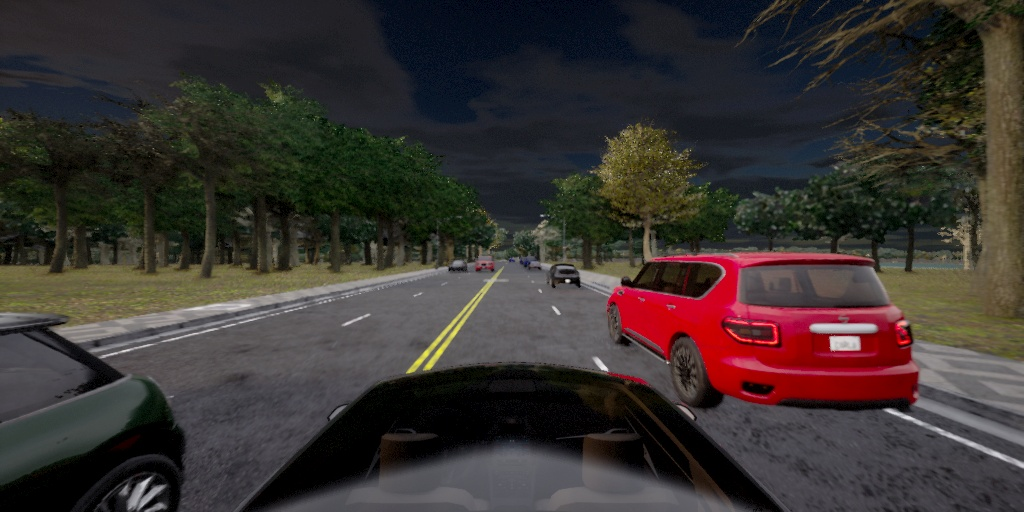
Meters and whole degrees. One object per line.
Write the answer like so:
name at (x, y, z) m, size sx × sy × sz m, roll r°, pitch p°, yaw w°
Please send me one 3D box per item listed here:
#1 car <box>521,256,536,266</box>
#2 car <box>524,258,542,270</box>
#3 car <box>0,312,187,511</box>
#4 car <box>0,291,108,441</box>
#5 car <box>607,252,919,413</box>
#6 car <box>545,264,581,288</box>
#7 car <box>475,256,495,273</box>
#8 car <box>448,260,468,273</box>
car at (3.247, 1.034, 62.957) m, size 2.150 × 2.045 × 5.566 m, roll 0°, pitch 0°, yaw 0°
car at (3.248, 1.336, 51.926) m, size 2.033 × 1.411 × 5.357 m, roll 0°, pitch 0°, yaw 0°
car at (-3.350, 1.102, 0.561) m, size 2.097 × 1.767 × 4.553 m, roll 0°, pitch 0°, yaw 0°
car at (-6.599, 1.241, 2.463) m, size 2.128 × 1.511 × 4.902 m, roll 0°, pitch 0°, yaw 0°
car at (3.350, 0.972, 6.292) m, size 2.150 × 2.045 × 5.566 m, roll 0°, pitch 0°, yaw 0°
car at (3.349, 1.263, 23.949) m, size 1.837 × 1.490 × 4.892 m, roll 0°, pitch 0°, yaw 0°
car at (-3.326, 1.003, 45.089) m, size 2.150 × 2.045 × 5.566 m, roll 0°, pitch 0°, yaw 0°
car at (-6.586, 1.255, 44.051) m, size 1.882 × 1.535 × 5.008 m, roll 0°, pitch 0°, yaw 0°
